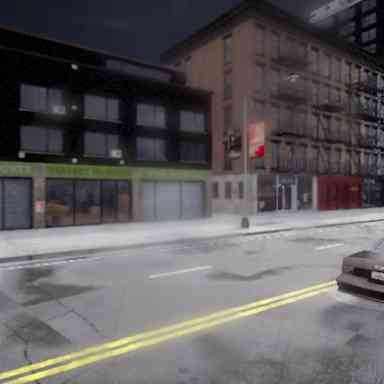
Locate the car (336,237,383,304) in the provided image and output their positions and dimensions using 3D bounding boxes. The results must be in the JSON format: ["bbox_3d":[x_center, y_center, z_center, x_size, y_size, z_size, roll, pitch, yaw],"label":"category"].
[{"bbox_3d":[5.369,1.525,7.310,5.357,1.411,2.033,0,0,-35],"label":"car"}]
